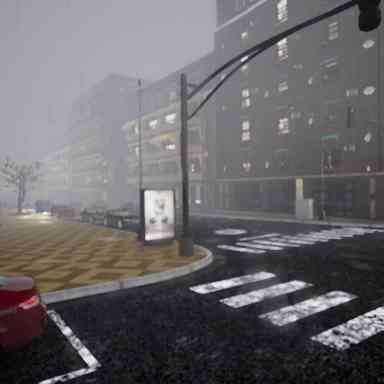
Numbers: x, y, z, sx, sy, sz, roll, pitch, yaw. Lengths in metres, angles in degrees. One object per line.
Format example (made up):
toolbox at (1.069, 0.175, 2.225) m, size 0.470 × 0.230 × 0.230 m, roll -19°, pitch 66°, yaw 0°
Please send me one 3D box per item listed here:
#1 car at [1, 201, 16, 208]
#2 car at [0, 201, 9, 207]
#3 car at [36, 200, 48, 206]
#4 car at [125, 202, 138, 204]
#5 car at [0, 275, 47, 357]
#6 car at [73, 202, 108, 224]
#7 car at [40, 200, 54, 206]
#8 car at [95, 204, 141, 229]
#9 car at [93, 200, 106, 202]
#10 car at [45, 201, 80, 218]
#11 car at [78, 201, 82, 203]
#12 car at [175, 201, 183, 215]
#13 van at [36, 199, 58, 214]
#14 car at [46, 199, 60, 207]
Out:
car at (-37.564, 2.610, 68.726) m, size 2.008 × 1.369 × 4.403 m, roll -2°, pitch 1°, yaw -36°
car at (-44.115, 2.770, 77.734) m, size 1.887 × 1.381 × 4.507 m, roll -2°, pitch 1°, yaw -36°
car at (-37.339, 2.617, 82.663) m, size 1.887 × 1.381 × 4.507 m, roll -2°, pitch 1°, yaw -36°
car at (-7.797, 1.908, 42.171) m, size 1.802 × 1.307 × 4.206 m, roll -2°, pitch 1°, yaw -36°
car at (-3.931, 1.594, 3.761) m, size 4.206 × 1.307 × 1.802 m, roll -1°, pitch 0°, yaw -36°
car at (-8.192, 1.869, 28.110) m, size 2.008 × 1.369 × 4.403 m, roll -2°, pitch 1°, yaw -36°
car at (-34.063, 2.554, 78.158) m, size 1.947 × 1.339 × 4.313 m, roll -2°, pitch 1°, yaw -36°
car at (-4.916, 1.787, 23.606) m, size 2.008 × 1.369 × 4.403 m, roll -2°, pitch 1°, yaw -36°
car at (-14.412, 1.932, 51.135) m, size 1.967 × 1.590 × 4.097 m, roll -2°, pitch 1°, yaw -36°
car at (-14.288, 2.016, 36.572) m, size 1.887 × 1.381 × 4.507 m, roll -2°, pitch 1°, yaw -36°
car at (-20.962, 2.239, 60.141) m, size 1.802 × 1.307 × 4.206 m, roll -2°, pitch 1°, yaw -36°
car at (-2.525, 1.633, 34.999) m, size 1.967 × 1.590 × 4.097 m, roll -2°, pitch 1°, yaw -36°
van at (-19.225, 1.937, 43.446) m, size 1.690 × 1.788 × 3.998 m, roll -2°, pitch 1°, yaw -36°
car at (-30.792, 2.346, 73.653) m, size 1.967 × 1.590 × 4.097 m, roll -2°, pitch 1°, yaw -36°
